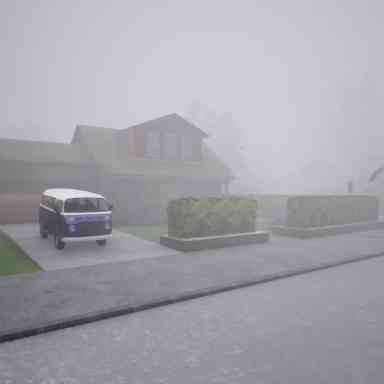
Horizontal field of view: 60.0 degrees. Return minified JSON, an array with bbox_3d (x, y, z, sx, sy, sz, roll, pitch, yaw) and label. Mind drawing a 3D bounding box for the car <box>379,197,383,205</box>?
[{"bbox_3d":[24.676,0.985,41.440,3.866,1.878,1.905,0,0,0],"label":"car"}]
